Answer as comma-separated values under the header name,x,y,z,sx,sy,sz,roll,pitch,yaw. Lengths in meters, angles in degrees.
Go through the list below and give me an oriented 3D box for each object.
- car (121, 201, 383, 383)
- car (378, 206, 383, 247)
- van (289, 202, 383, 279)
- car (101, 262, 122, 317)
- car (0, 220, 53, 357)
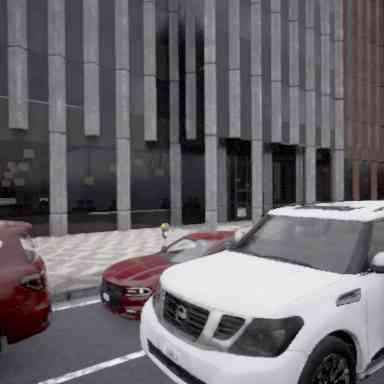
name,x,y,z,sx,sy,sz,roll,pitch,yaw
car,2.054,1.190,4.846,5.566,2.045,2.150,-1,0,-36
car,9.558,1.327,13.479,4.097,1.590,1.967,-1,0,-36
van,4.970,1.269,10.203,3.998,1.788,1.690,-1,0,-36
car,0.384,1.514,6.928,4.507,1.381,1.887,-1,0,-36
car,-4.205,1.325,3.653,5.009,1.841,2.192,-1,0,-36
